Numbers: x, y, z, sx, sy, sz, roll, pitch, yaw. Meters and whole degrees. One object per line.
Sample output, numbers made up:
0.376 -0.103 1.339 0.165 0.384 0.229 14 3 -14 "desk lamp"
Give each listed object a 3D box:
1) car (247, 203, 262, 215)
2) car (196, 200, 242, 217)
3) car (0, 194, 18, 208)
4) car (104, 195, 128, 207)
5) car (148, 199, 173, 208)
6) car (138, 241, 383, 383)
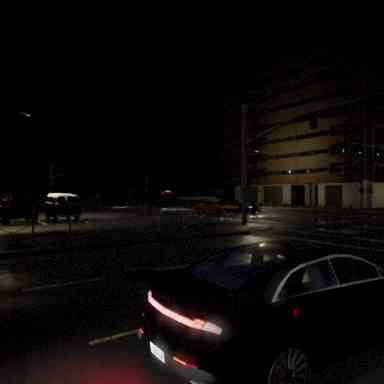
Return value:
4.782 1.594 34.563 2.033 1.411 5.357 0 0 -34 "car"
2.379 1.525 31.873 1.882 1.535 5.008 0 0 -34 "car"
-31.359 1.207 56.593 1.932 1.855 4.605 0 0 -34 "car"
-12.546 1.595 53.832 2.033 1.411 5.357 0 0 -34 "car"
-4.609 1.647 48.346 1.895 1.301 4.718 0 0 -34 "car"
1.638 1.490 4.908 4.902 1.511 2.128 0 0 -34 "car"
